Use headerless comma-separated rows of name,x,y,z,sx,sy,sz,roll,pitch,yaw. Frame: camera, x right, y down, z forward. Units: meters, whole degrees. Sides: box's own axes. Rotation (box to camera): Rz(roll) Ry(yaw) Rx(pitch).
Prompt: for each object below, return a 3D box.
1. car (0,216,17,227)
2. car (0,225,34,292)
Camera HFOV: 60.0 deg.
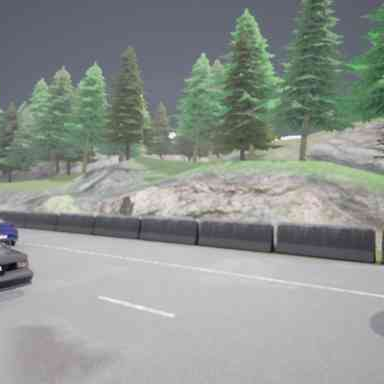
car,-9.487,1.674,14.700,4.674,1.442,1.812,-1,-1,35
car,-6.042,1.632,8.084,5.357,1.411,2.033,-1,-1,34
